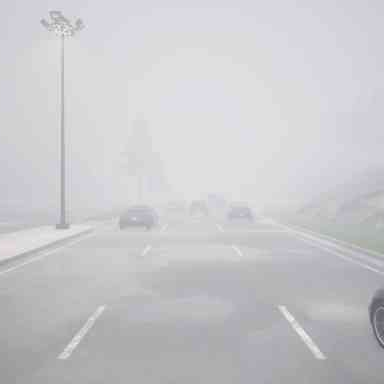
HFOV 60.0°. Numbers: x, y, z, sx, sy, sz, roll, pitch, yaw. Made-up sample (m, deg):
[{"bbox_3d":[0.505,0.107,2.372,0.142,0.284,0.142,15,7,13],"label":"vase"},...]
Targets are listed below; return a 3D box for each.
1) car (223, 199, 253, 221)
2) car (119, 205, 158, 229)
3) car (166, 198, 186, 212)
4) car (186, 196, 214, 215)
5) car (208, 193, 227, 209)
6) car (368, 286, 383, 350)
[{"bbox_3d":[3.716,1.519,26.709,1.812,1.442,4.674,0,0,2],"label":"car"},{"bbox_3d":[-3.383,1.559,21.616,1.994,1.385,4.181,0,0,1],"label":"car"},{"bbox_3d":[-1.569,1.469,39.325,1.882,1.535,5.008,0,0,13],"label":"car"},{"bbox_3d":[0.915,1.497,34.246,1.837,1.490,4.892,0,0,9],"label":"car"},{"bbox_3d":[3.394,1.211,44.425,2.150,2.045,5.566,0,0,16],"label":"car"},{"bbox_3d":[3.599,1.525,3.136,1.812,1.442,4.674,0,0,0],"label":"car"}]
